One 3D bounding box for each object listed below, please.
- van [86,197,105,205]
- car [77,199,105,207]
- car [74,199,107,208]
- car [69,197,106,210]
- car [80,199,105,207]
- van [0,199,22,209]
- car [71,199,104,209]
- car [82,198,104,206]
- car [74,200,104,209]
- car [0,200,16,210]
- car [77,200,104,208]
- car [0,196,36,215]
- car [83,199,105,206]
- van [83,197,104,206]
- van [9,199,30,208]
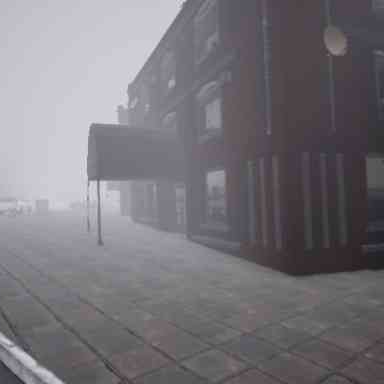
[{"bbox_3d":[-25.451,2.457,87.397,4.442,1.987,1.878,0,-2,-34],"label":"van"},{"bbox_3d":[-20.442,2.270,67.431,4.892,1.521,2.231,0,-1,-34],"label":"car"},{"bbox_3d":[-18.850,2.152,61.858,5.366,1.575,1.946,0,-1,-34],"label":"car"},{"bbox_3d":[-16.095,1.929,50.385,4.892,1.521,2.231,0,-1,-34],"label":"car"},{"bbox_3d":[-21.901,2.384,73.118,4.892,1.521,2.231,0,-1,-34],"label":"car"},{"bbox_3d":[-40.718,2.716,74.333,4.442,1.987,1.878,-2,0,-34],"label":"van"},{"bbox_3d":[-17.538,2.043,56.066,4.892,1.521,2.231,0,-1,-34],"label":"car"},{"bbox_3d":[-22.608,2.315,75.974,4.553,1.767,2.185,0,-1,-34],"label":"car"},{"bbox_3d":[-18.269,2.139,58.906,4.674,1.452,2.002,0,-1,-34],"label":"car"},{"bbox_3d":[-39.140,2.694,68.715,4.553,1.767,2.185,-2,0,-34],"label":"car"},{"bbox_3d":[-19.723,2.252,64.590,4.674,1.452,2.002,0,-1,-34],"label":"car"},{"bbox_3d":[-20.071,1.535,37.990,2.150,2.045,5.566,-2,-1,-12],"label":"car"},{"bbox_3d":[-24.821,2.620,84.481,5.008,1.535,2.097,0,-2,-34],"label":"car"},{"bbox_3d":[-24.184,2.333,81.576,4.442,1.987,1.878,0,-1,-34],"label":"van"},{"bbox_3d":[-42.910,2.900,82.891,4.442,1.987,1.878,-2,-1,-34],"label":"van"}]
